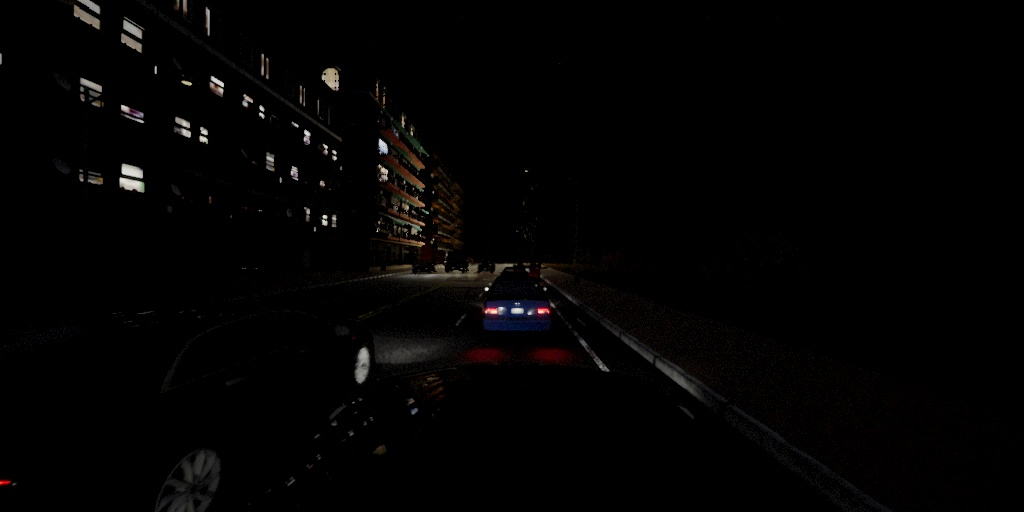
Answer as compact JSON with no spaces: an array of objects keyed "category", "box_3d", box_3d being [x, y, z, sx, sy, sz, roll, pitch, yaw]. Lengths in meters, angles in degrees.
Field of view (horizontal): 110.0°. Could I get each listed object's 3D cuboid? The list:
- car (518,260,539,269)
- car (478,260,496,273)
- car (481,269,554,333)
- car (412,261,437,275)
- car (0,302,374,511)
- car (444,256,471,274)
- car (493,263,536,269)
[{"category":"car","box_3d":[1.195,1.102,29.953,2.097,1.767,4.553,0,0,0]},{"category":"car","box_3d":[-3.065,1.240,43.705,2.128,1.511,4.902,0,0,0]},{"category":"car","box_3d":[0.121,1.298,10.686,2.033,1.411,5.357,0,0,0]},{"category":"car","box_3d":[-9.783,1.276,40.124,1.812,1.442,4.674,0,0,0]},{"category":"car","box_3d":[-3.147,1.255,3.909,1.837,1.490,4.892,0,0,0]},{"category":"car","box_3d":[-6.518,0.972,42.524,2.150,2.045,5.566,0,0,0]},{"category":"car","box_3d":[0.134,1.315,21.019,1.994,1.385,4.181,0,0,1]}]
